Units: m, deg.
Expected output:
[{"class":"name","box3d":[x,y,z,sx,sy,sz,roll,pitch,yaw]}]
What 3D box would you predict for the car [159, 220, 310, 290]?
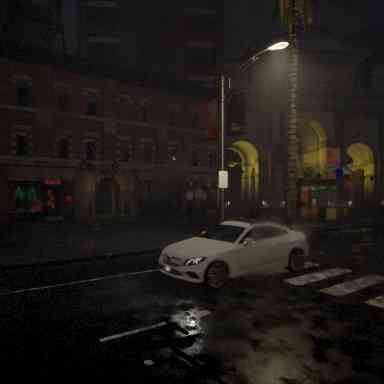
[{"class":"car","box3d":[1.337,1.526,9.191,4.674,1.442,1.812,0,0,-35]}]
